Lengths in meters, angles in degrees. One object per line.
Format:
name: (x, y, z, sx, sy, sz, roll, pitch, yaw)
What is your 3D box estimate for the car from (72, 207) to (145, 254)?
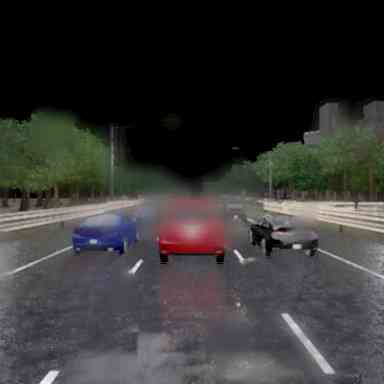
car: (-3.472, 1.620, 14.254, 1.882, 1.535, 5.008, 0, 0, 0)

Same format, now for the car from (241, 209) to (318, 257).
car: (3.522, 1.628, 13.521, 2.128, 1.511, 4.902, 0, 0, 0)

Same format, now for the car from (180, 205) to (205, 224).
car: (0.025, 1.839, 28.442, 1.994, 1.385, 4.181, 0, 0, 0)

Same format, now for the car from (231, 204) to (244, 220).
car: (3.523, 1.782, 28.504, 1.837, 1.490, 4.892, 0, 0, 0)

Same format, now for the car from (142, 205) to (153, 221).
car: (-3.487, 1.815, 27.526, 2.033, 1.411, 5.357, 0, 0, 0)

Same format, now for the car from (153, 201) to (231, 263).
car: (0.013, 1.351, 12.620, 2.150, 2.045, 5.566, 0, 0, 0)
